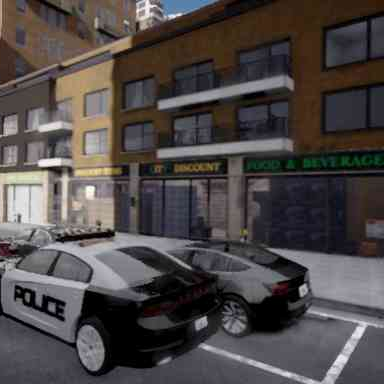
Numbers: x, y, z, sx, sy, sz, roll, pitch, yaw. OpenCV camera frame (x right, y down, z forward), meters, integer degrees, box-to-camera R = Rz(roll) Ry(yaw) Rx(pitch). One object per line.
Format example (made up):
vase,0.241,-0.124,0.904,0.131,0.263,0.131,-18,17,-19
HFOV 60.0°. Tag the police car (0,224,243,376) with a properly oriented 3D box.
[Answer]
police car,-1.951,1.488,5.829,5.238,1.638,1.930,0,-1,37

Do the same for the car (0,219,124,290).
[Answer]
car,-4.318,1.651,10.044,4.403,1.369,2.008,0,0,37

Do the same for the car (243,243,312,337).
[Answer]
car,0.156,1.651,6.699,4.313,1.339,1.947,0,0,37
